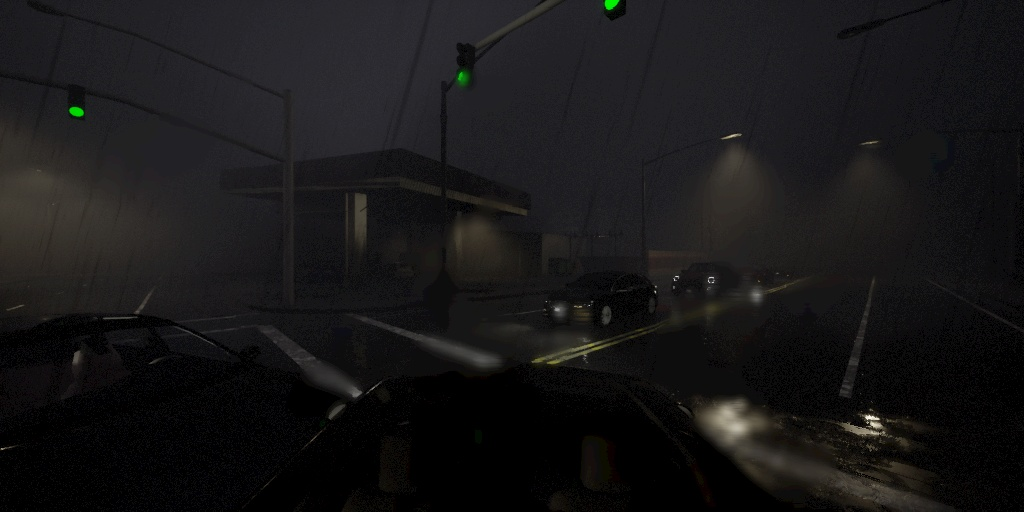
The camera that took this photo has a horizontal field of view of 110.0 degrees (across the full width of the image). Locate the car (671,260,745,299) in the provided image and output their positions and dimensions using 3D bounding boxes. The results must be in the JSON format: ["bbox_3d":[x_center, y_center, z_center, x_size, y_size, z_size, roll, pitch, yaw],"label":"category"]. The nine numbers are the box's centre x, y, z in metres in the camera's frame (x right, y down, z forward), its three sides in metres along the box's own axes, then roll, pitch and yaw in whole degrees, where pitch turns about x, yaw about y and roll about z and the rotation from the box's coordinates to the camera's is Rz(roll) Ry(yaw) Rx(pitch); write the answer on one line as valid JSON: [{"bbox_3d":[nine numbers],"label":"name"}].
[{"bbox_3d":[9.960,1.102,18.350,4.553,1.767,2.097,0,0,-44],"label":"car"}]

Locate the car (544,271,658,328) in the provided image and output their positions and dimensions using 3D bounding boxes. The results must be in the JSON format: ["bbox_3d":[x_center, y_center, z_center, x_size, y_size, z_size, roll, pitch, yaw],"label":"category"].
[{"bbox_3d":[3.032,1.255,11.595,4.892,1.490,1.837,0,0,-45],"label":"car"}]

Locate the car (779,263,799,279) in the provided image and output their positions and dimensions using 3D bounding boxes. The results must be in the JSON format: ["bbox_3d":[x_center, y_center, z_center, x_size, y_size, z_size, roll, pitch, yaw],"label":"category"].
[{"bbox_3d":[24.202,1.314,32.129,4.181,1.385,1.994,0,0,-44],"label":"car"}]

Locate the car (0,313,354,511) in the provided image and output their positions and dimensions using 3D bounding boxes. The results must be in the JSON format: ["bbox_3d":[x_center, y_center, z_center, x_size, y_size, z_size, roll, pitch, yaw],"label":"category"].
[{"bbox_3d":[-3.387,1.242,2.660,4.902,1.511,2.128,0,0,16],"label":"car"}]

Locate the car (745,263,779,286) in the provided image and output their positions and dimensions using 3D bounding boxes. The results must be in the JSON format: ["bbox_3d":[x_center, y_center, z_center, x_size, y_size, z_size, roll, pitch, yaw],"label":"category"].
[{"bbox_3d":[16.977,1.314,25.169,1.994,1.385,4.181,0,0,45],"label":"car"}]
